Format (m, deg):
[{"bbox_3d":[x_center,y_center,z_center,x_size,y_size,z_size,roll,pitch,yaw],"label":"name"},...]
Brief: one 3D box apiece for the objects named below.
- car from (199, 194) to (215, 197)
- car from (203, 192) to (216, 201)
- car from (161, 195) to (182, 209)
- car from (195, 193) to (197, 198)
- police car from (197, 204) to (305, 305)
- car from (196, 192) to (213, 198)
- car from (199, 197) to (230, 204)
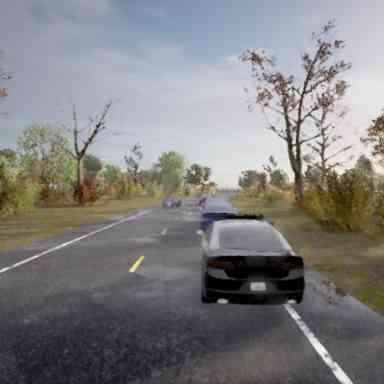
[{"bbox_3d":[1.643,1.184,23.888,1.882,1.535,5.008,0,1,3],"label":"car"},{"bbox_3d":[3.199,0.860,60.351,2.128,1.511,4.902,0,0,6],"label":"car"},{"bbox_3d":[-2.244,1.054,37.381,2.128,1.511,4.902,0,1,4],"label":"car"},{"bbox_3d":[1.968,0.756,79.197,1.994,1.385,4.181,0,0,7],"label":"car"},{"bbox_3d":[1.144,1.323,8.078,1.930,1.638,5.238,0,1,1],"label":"police car"},{"bbox_3d":[2.038,1.006,46.557,1.812,1.442,4.674,0,0,5],"label":"car"},{"bbox_3d":[1.407,1.254,17.920,1.882,1.535,5.008,0,1,2],"label":"car"}]
